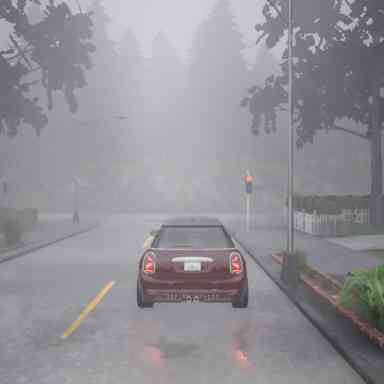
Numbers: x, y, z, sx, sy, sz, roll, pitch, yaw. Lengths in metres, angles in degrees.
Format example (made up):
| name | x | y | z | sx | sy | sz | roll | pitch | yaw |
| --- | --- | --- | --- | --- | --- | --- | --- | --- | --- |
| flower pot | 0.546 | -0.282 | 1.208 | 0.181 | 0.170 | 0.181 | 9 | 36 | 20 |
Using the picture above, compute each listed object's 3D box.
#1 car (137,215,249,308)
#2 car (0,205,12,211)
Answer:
| name | x | y | z | sx | sy | sz | roll | pitch | yaw |
| --- | --- | --- | --- | --- | --- | --- | --- | --- | --- |
| car | 0.021 | 1.352 | 8.082 | 2.097 | 1.767 | 4.553 | 0 | 0 | 0 |
| car | -18.023 | 1.564 | 29.216 | 4.181 | 1.385 | 1.994 | 0 | 0 | 0 |
